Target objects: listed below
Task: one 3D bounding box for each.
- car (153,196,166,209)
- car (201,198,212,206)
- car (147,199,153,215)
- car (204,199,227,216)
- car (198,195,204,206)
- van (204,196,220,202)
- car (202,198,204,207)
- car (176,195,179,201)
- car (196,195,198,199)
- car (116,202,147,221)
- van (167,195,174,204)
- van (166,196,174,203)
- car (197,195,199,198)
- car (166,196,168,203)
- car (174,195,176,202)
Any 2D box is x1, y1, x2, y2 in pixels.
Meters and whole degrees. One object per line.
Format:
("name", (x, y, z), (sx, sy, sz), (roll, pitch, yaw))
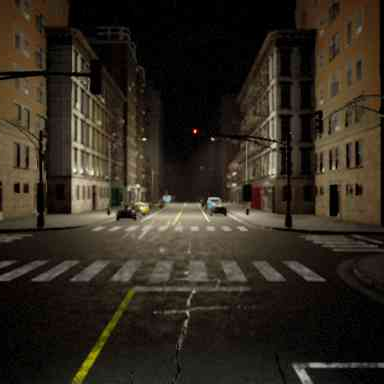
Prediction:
("car", (-5.415, 1.712, 50.434), (1.967, 1.590, 4.097), (0, 0, 0))
("car", (2.640, 1.897, 61.248), (1.947, 1.339, 4.313), (0, 0, 0))
("car", (-5.399, 1.709, 34.045), (1.752, 1.417, 4.829), (0, 0, 0))
("car", (2.636, 1.736, 34.217), (2.008, 1.369, 4.403), (0, 0, 0))
("car", (2.639, 1.617, 55.843), (2.192, 1.841, 5.009), (0, 0, 0))
("van", (2.637, 1.555, 39.624), (1.690, 1.788, 3.998), (0, 0, 0))
("car", (2.637, 1.825, 45.029), (1.802, 1.307, 4.206), (0, 0, 0))
("car", (-5.460, 2.056, 93.683), (2.008, 1.369, 4.403), (0, 0, 0))
("car", (2.644, 2.022, 88.279), (1.887, 1.381, 4.507), (0, 0, 0))
("car", (-5.393, 1.706, 28.809), (2.008, 1.369, 4.403), (0, 0, 0))
("van", (-5.438, 1.730, 72.059), (1.690, 1.788, 3.998), (0, 0, 0))
("van", (-5.449, 1.789, 82.871), (1.690, 1.788, 3.998), (0, 0, 0))
("car", (2.641, 1.916, 72.229), (1.752, 1.417, 4.829), (0, 0, 0))
("car", (-5.421, 1.825, 55.669), (1.752, 1.417, 4.829), (0, 0, 0))
("car", (-5.443, 1.733, 77.465), (2.192, 1.841, 5.009), (0, 0, 0))
